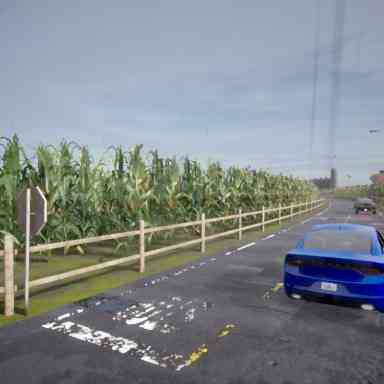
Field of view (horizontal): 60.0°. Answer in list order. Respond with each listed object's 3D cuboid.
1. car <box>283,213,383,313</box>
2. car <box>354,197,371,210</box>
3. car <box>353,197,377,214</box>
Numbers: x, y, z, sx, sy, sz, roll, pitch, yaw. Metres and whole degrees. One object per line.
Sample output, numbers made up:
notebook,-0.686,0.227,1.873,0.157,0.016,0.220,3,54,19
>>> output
car,3.614,1.479,7.875,1.882,1.535,5.008,0,0,30
car,22.673,1.505,44.343,1.837,1.490,4.892,0,0,24
car,18.307,1.508,35.154,1.837,1.490,4.892,0,0,27
